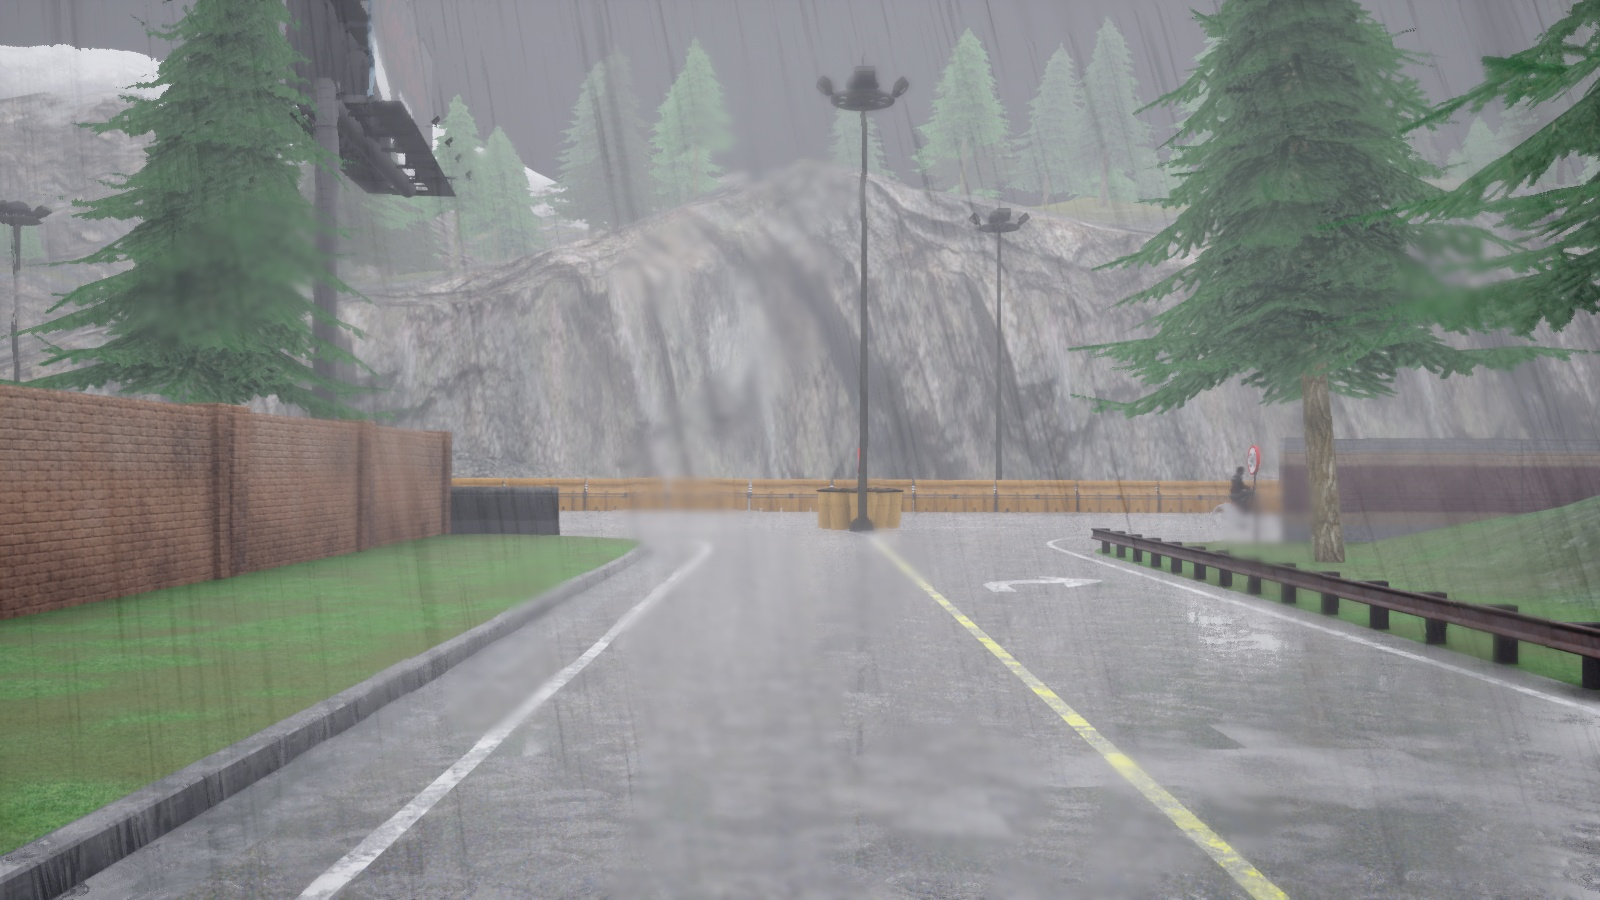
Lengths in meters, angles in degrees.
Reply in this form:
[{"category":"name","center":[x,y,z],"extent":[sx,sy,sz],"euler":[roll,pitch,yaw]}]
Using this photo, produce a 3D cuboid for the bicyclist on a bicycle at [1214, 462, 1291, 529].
[{"category":"bicyclist on a bicycle","center":[12.208,1.224,33.924],"extent":[1.843,1.776,0.659],"euler":[0,0,-4]}]
